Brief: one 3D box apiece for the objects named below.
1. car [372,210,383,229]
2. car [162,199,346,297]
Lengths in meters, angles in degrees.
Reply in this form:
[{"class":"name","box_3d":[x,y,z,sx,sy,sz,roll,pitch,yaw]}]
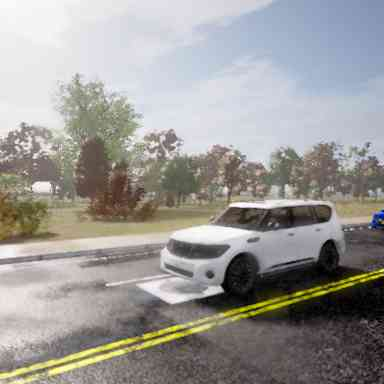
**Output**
[{"class":"car","box_3d":[13.499,1.566,21.316,5.008,1.535,1.882,0,0,-35]},{"class":"car","box_3d":[1.914,1.248,9.046,5.566,2.045,2.150,0,0,-35]}]
